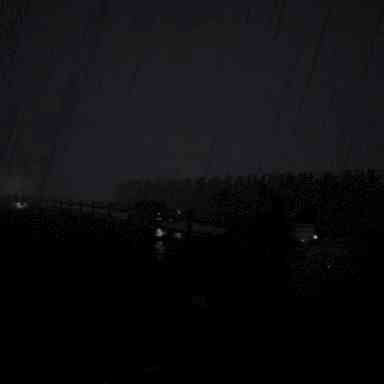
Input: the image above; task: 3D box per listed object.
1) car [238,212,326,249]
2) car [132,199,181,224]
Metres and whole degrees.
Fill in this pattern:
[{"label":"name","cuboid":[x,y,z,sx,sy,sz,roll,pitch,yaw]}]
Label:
[{"label":"car","cuboid":[3.899,1.642,15.191,1.994,1.385,4.181,2,-1,-35]},{"label":"car","cuboid":[-2.687,1.366,24.656,2.097,1.767,4.553,2,-1,-35]}]
